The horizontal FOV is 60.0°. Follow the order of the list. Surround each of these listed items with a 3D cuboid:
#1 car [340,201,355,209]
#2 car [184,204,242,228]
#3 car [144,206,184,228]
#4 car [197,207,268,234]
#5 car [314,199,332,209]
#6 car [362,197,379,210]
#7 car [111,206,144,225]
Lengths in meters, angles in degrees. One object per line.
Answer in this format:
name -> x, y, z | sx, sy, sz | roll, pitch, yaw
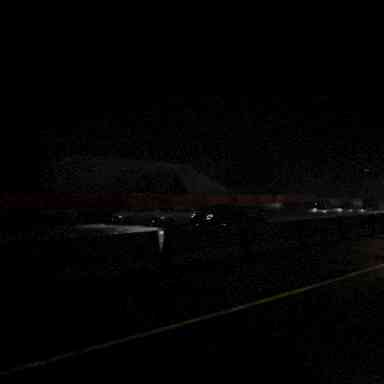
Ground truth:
car -> 26.858, 2.217, 57.308 | 1.812, 1.442, 4.674 | 0, -1, 33
car -> 2.032, 1.650, 23.595 | 4.553, 1.767, 2.097 | 1, -1, -41
car -> -1.031, 1.853, 25.557 | 4.674, 1.442, 1.812 | 1, -1, -41
car -> 2.679, 1.810, 19.546 | 4.181, 1.385, 1.994 | 1, -1, -40
car -> 22.669, 2.044, 57.379 | 2.097, 1.767, 4.553 | -1, -1, 35
car -> 29.844, 1.914, 55.486 | 2.150, 2.045, 5.566 | 0, 0, 33
car -> -4.356, 1.880, 27.322 | 4.674, 1.442, 1.812 | 1, -1, -40
